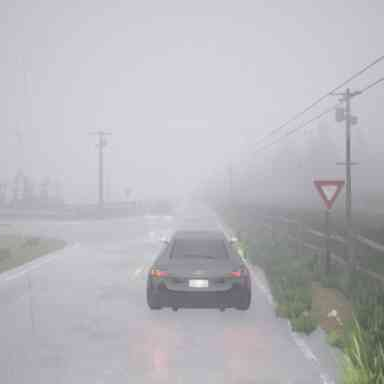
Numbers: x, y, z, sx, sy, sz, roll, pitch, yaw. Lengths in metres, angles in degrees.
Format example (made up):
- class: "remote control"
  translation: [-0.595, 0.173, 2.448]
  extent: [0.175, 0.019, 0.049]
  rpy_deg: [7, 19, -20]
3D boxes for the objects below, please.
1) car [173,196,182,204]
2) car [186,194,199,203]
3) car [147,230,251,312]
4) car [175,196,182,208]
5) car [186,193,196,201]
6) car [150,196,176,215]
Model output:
- class: "car"
  translation: [-2.861, 1.500, 66.246]
  extent: [1.837, 1.490, 4.892]
  rpy_deg: [0, -1, -2]
- class: "car"
  translation: [0.307, 1.345, 68.004]
  extent: [2.097, 1.767, 4.553]
  rpy_deg: [0, 0, -3]
- class: "car"
  translation: [0.161, 1.563, 7.800]
  extent: [1.994, 1.385, 4.181]
  rpy_deg: [0, 0, 1]
- class: "car"
  translation: [-2.736, 1.347, 48.430]
  extent: [2.097, 1.767, 4.553]
  rpy_deg: [0, 0, 0]
- class: "car"
  translation: [-0.293, 1.180, 78.065]
  extent: [2.097, 1.767, 4.553]
  rpy_deg: [0, 0, -5]
- class: "car"
  translation: [-2.984, 1.501, 33.564]
  extent: [1.837, 1.490, 4.892]
  rpy_deg: [0, 0, 2]
